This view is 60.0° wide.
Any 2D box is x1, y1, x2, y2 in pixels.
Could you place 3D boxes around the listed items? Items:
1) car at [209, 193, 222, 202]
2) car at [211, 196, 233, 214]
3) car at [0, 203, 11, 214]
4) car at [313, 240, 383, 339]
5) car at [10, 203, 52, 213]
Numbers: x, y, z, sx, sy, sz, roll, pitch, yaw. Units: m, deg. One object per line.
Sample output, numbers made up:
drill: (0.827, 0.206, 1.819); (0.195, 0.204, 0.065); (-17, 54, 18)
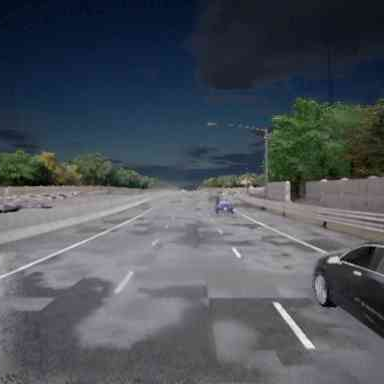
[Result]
car: (4.155, 1.037, 60.907); (1.837, 1.490, 4.892); (0, 1, 4)
car: (3.500, 1.579, 37.211); (1.812, 1.442, 4.674); (0, 1, 0)
car: (-17.563, 1.752, 31.888); (1.895, 1.301, 4.718); (0, 0, 0)
car: (3.499, 1.499, 5.235); (1.837, 1.490, 4.892); (0, -1, 0)
car: (-14.074, 1.728, 30.034); (1.994, 1.385, 4.181); (0, 0, 0)
